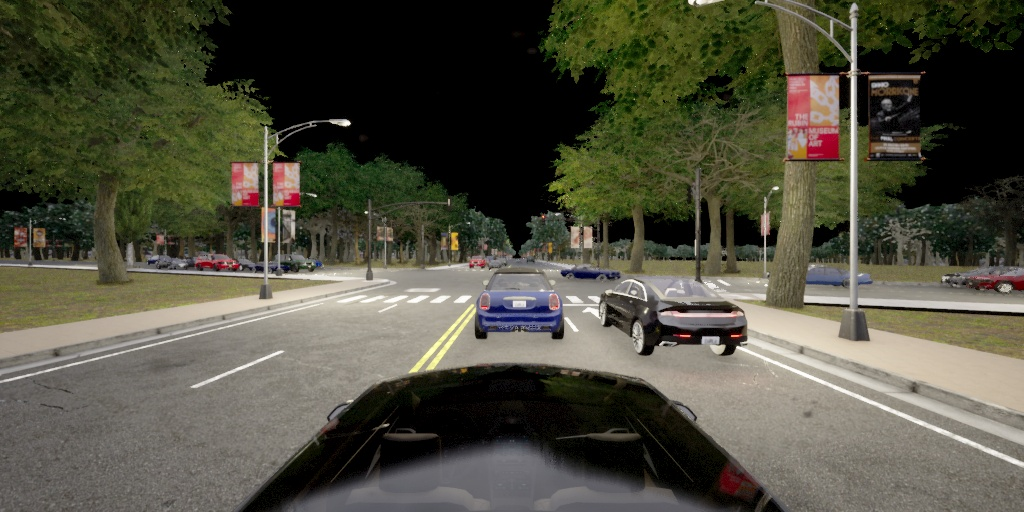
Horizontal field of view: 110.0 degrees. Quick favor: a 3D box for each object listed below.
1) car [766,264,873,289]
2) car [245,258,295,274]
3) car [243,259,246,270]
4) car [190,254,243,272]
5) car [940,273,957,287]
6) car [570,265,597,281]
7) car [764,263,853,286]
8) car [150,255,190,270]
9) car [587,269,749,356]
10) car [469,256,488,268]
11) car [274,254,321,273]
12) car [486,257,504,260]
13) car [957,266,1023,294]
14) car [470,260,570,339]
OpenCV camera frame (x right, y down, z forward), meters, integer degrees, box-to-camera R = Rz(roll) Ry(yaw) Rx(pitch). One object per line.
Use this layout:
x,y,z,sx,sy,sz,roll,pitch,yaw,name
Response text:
21.158,1.428,24.790,5.357,1.411,2.033,0,0,21,car
-26.006,1.224,38.514,4.718,1.301,1.895,0,0,27,car
-34.670,1.073,45.965,4.892,1.490,1.837,0,0,24,car
-35.070,0.795,42.575,5.566,2.045,2.150,0,0,24,car
31.836,1.430,23.553,4.902,1.511,2.128,0,0,24,car
6.373,1.397,29.074,4.718,1.301,1.895,0,0,43,car
22.625,1.373,27.659,4.902,1.511,2.128,0,0,26,car
-44.261,1.019,46.700,4.902,1.511,2.128,0,0,24,car
3.434,1.241,8.602,2.128,1.511,4.902,0,0,0,car
-5.587,0.977,58.009,2.150,2.045,5.566,0,0,1,car
-25.511,0.839,41.870,5.566,2.045,2.150,0,0,24,car
-2.336,1.260,49.866,1.837,1.490,4.892,0,0,-1,car
30.139,1.414,20.753,5.008,1.535,1.882,0,0,24,car
0.199,1.102,10.192,2.097,1.767,4.553,0,0,1,car
